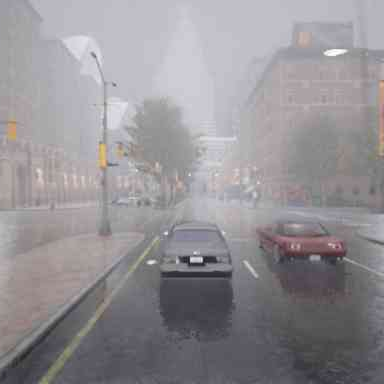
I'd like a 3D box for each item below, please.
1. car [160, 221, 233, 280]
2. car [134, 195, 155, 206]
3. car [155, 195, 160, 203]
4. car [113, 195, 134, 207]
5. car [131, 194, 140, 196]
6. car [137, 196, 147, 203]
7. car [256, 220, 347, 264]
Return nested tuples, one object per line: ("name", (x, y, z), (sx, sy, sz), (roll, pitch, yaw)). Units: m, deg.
("car", (0.096, 1.578, 9.990), (2.033, 1.411, 5.357), (0, 0, 0))
("car", (-8.087, 1.664, 57.059), (2.128, 1.511, 4.902), (0, 0, 0))
("car", (-8.035, 1.728, 66.827), (1.812, 1.442, 4.674), (0, 0, 0))
("car", (-11.586, 1.697, 56.771), (1.812, 1.442, 4.674), (0, 0, 0))
("car", (-11.535, 1.423, 66.785), (2.150, 2.045, 5.566), (0, 0, 0))
("car", (-11.540, 1.757, 77.051), (1.812, 1.442, 4.674), (0, 0, 0))
("car", (3.594, 1.637, 11.920), (1.895, 1.301, 4.718), (0, 0, 0))
